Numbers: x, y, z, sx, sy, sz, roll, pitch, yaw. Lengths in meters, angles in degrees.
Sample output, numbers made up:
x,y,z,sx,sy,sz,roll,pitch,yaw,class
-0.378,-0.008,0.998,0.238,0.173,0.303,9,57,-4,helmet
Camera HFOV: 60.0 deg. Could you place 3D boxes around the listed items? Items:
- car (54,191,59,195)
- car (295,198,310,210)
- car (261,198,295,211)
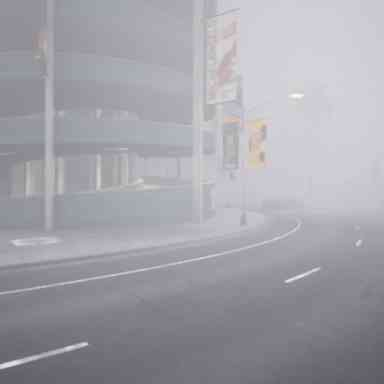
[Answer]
x,y,z,sx,sy,sz,roll,pitch,yaw,class
-22.442,0.937,55.299,2.435,2.045,5.566,0,0,-34,car
13.131,1.507,42.442,2.128,1.511,4.902,0,0,-15,car
10.056,1.513,40.406,1.837,1.490,4.892,1,0,-13,car
